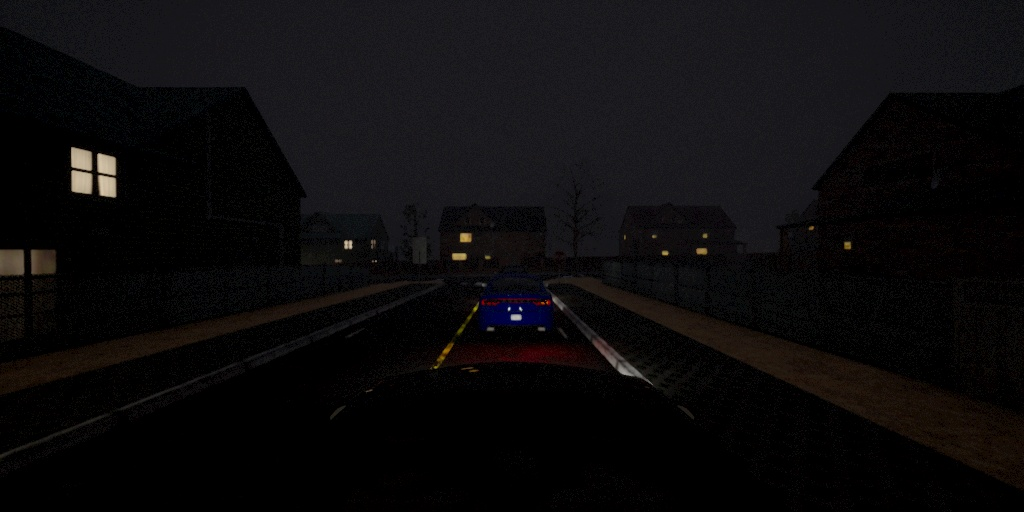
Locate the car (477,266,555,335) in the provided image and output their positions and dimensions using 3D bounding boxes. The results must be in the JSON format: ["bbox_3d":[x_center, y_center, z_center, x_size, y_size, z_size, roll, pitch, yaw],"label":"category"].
[{"bbox_3d":[0.093,1.228,10.506,1.882,1.535,5.008,0,0,0],"label":"car"}]

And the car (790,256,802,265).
[{"bbox_3d":[25.811,0.694,33.534,4.718,1.301,1.895,-1,1,0],"label":"car"}]
